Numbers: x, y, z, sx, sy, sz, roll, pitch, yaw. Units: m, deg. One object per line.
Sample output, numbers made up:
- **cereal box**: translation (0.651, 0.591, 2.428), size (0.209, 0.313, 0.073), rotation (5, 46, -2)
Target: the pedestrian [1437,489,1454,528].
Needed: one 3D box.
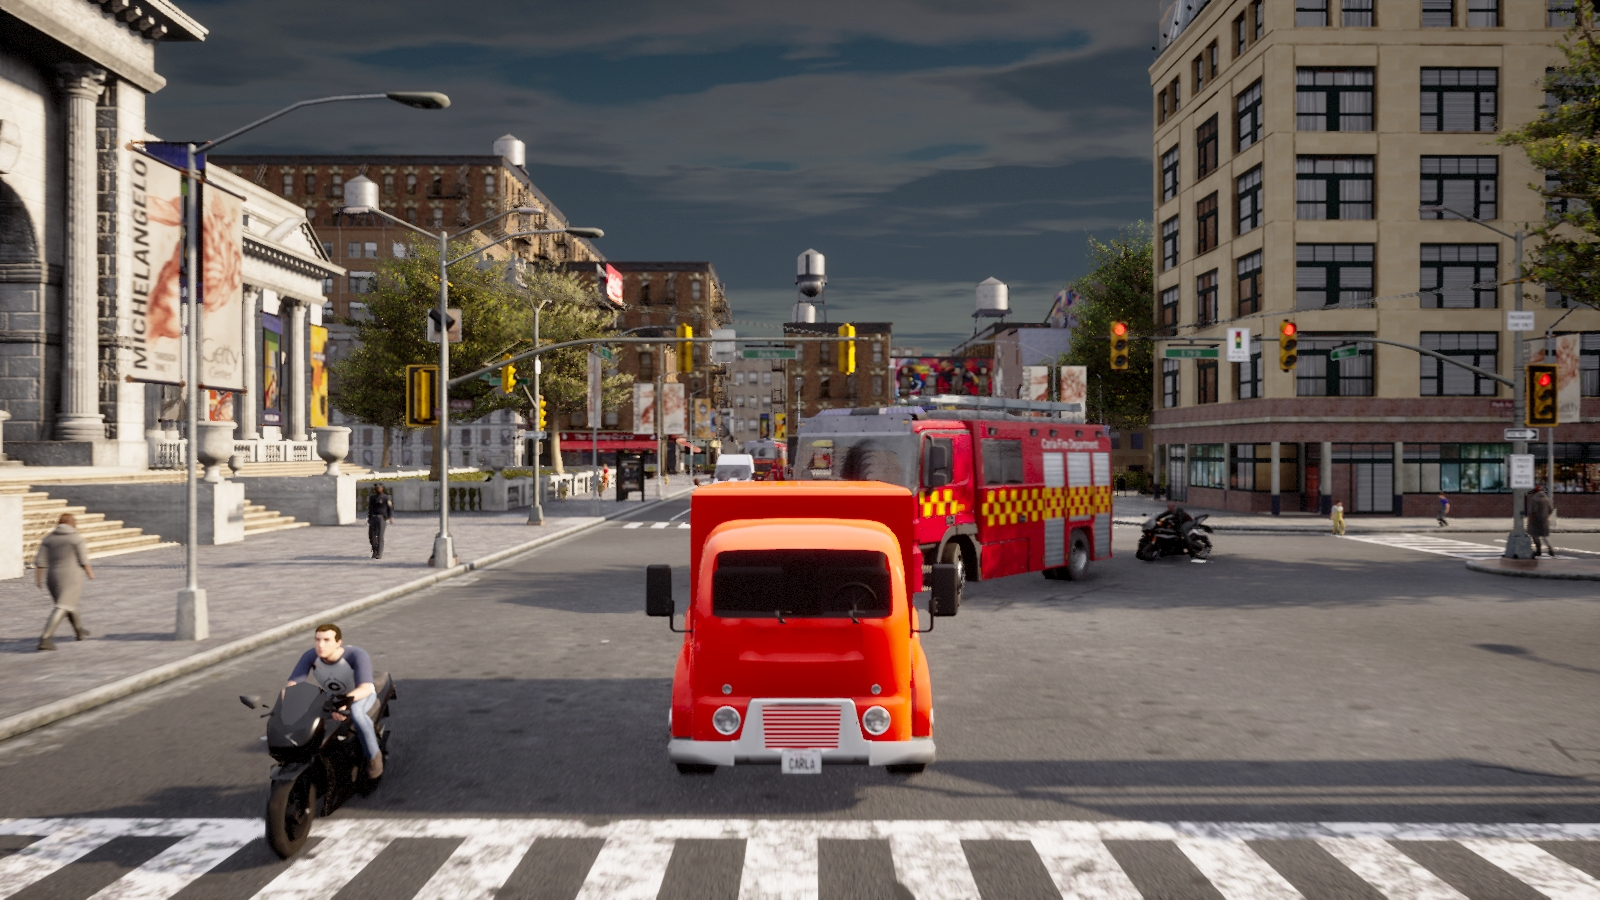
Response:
- **pedestrian**: translation (21.984, 1.977, 38.899), size (0.375, 1.300, 0.375), rotation (0, 0, -2)

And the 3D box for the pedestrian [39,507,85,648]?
- **pedestrian**: translation (-9.886, 1.697, 15.315), size (0.375, 1.860, 0.375), rotation (0, 0, -1)

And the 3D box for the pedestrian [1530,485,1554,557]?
- **pedestrian**: translation (19.461, 1.849, 29.972), size (0.375, 1.860, 0.375), rotation (0, 0, -8)

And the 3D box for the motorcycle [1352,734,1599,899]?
- **motorcycle**: translation (3.473, 2.182, 5.386), size (0.856, 1.236, 1.805), rotation (0, 0, -1)

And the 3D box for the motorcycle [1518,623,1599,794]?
- **motorcycle**: translation (6.936, 2.182, 9.455), size (0.856, 1.236, 1.805), rotation (0, 0, 0)

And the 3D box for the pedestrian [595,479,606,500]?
- **pedestrian**: translation (-10.428, 2.078, 59.719), size (0.500, 1.100, 0.500), rotation (0, 0, -1)

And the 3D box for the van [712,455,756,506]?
- **van**: translation (-3.423, 1.537, 60.125), size (1.988, 2.561, 5.915), rotation (0, 0, 0)

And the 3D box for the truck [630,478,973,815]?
- **truck**: translation (0.011, 1.569, 11.359), size (2.627, 2.467, 5.204), rotation (0, 0, 0)

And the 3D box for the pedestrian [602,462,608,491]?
- **pedestrian**: translation (-12.443, 1.699, 72.910), size (0.375, 1.860, 0.375), rotation (0, 0, -3)

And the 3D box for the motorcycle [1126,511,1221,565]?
- **motorcycle**: translation (9.469, 2.206, 28.985), size (2.209, 1.251, 0.867), rotation (0, 0, -19)

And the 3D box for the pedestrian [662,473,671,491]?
- **pedestrian**: translation (-8.649, 2.079, 74.148), size (0.500, 1.100, 0.500), rotation (0, 0, 0)

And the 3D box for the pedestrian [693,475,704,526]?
- **pedestrian**: translation (-3.749, 1.850, 42.105), size (0.375, 1.860, 0.375), rotation (0, 0, -11)

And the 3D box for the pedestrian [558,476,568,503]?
- **pedestrian**: translation (-11.873, 1.979, 57.209), size (0.375, 1.300, 0.375), rotation (0, 0, 6)

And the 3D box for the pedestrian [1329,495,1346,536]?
- **pedestrian**: translation (17.436, 2.130, 37.060), size (0.375, 1.300, 0.375), rotation (0, 0, -1)

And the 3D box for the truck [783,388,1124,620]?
- **truck**: translation (3.461, 0.892, 23.073), size (2.891, 3.827, 8.468), rotation (0, 0, 39)

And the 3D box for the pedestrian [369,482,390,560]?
- **pedestrian**: translation (-10.138, 1.697, 27.543), size (0.375, 1.860, 0.375), rotation (0, 0, -3)
